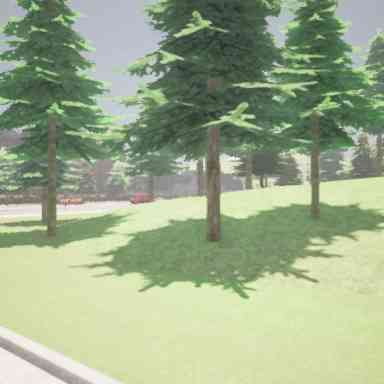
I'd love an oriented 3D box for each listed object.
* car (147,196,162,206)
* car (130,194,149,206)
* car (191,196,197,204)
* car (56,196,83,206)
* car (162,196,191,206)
[{"bbox_3d":[-5.513,1.715,60.362,1.812,1.442,4.674,0,-1,36],"label":"car"},{"bbox_3d":[-9.035,1.429,61.462,2.150,2.045,5.566,0,0,36],"label":"car"},{"bbox_3d":[-1.725,1.684,71.926,2.128,1.511,4.902,0,0,35],"label":"car"},{"bbox_3d":[-22.669,1.612,62.126,2.097,1.767,4.553,0,0,36],"label":"car"},{"bbox_3d":[-2.664,1.737,58.331,1.994,1.385,4.181,0,0,36],"label":"car"}]
